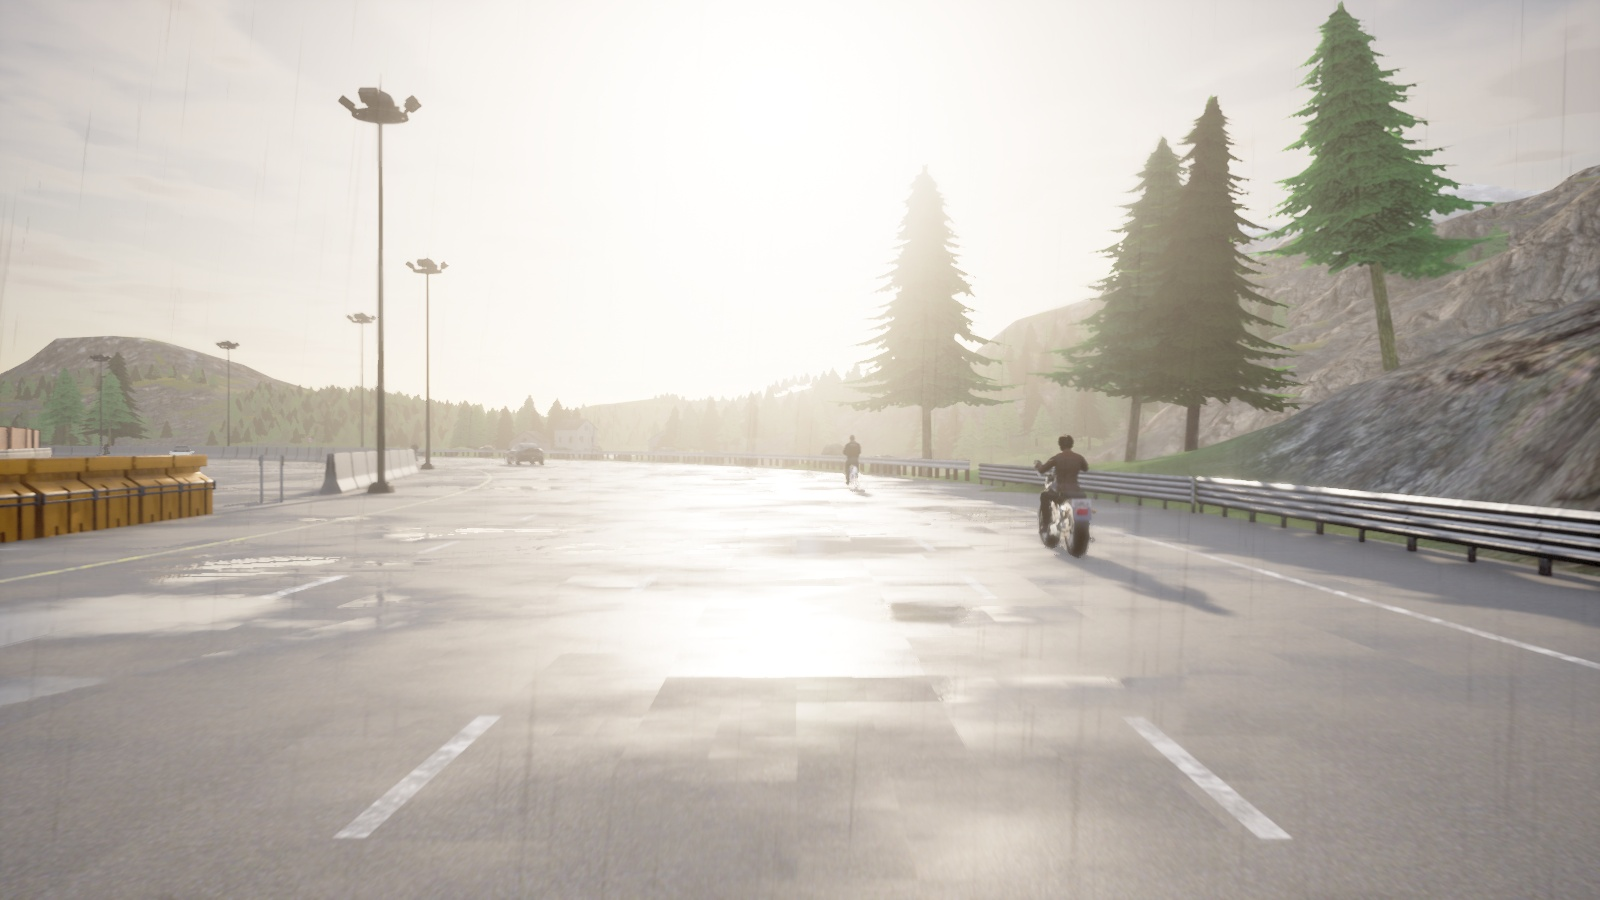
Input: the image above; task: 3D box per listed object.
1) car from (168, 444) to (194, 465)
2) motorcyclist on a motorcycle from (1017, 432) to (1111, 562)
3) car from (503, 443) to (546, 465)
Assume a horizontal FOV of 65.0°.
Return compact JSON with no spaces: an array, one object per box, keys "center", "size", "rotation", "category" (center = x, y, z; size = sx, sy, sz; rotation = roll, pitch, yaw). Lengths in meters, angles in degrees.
[{"center":[-40.423,0.306,82.028],"size":[1.481,1.376,2.207],"rotation":[0,0,-27],"category":"car"},{"center":[3.578,0.603,17.229],"size":[0.766,1.649,2.350],"rotation":[0,0,-1],"category":"motorcyclist on a motorcycle"},{"center":[-18.809,0.254,85.573],"size":[1.837,1.490,4.892],"rotation":[0,0,-25],"category":"car"}]
